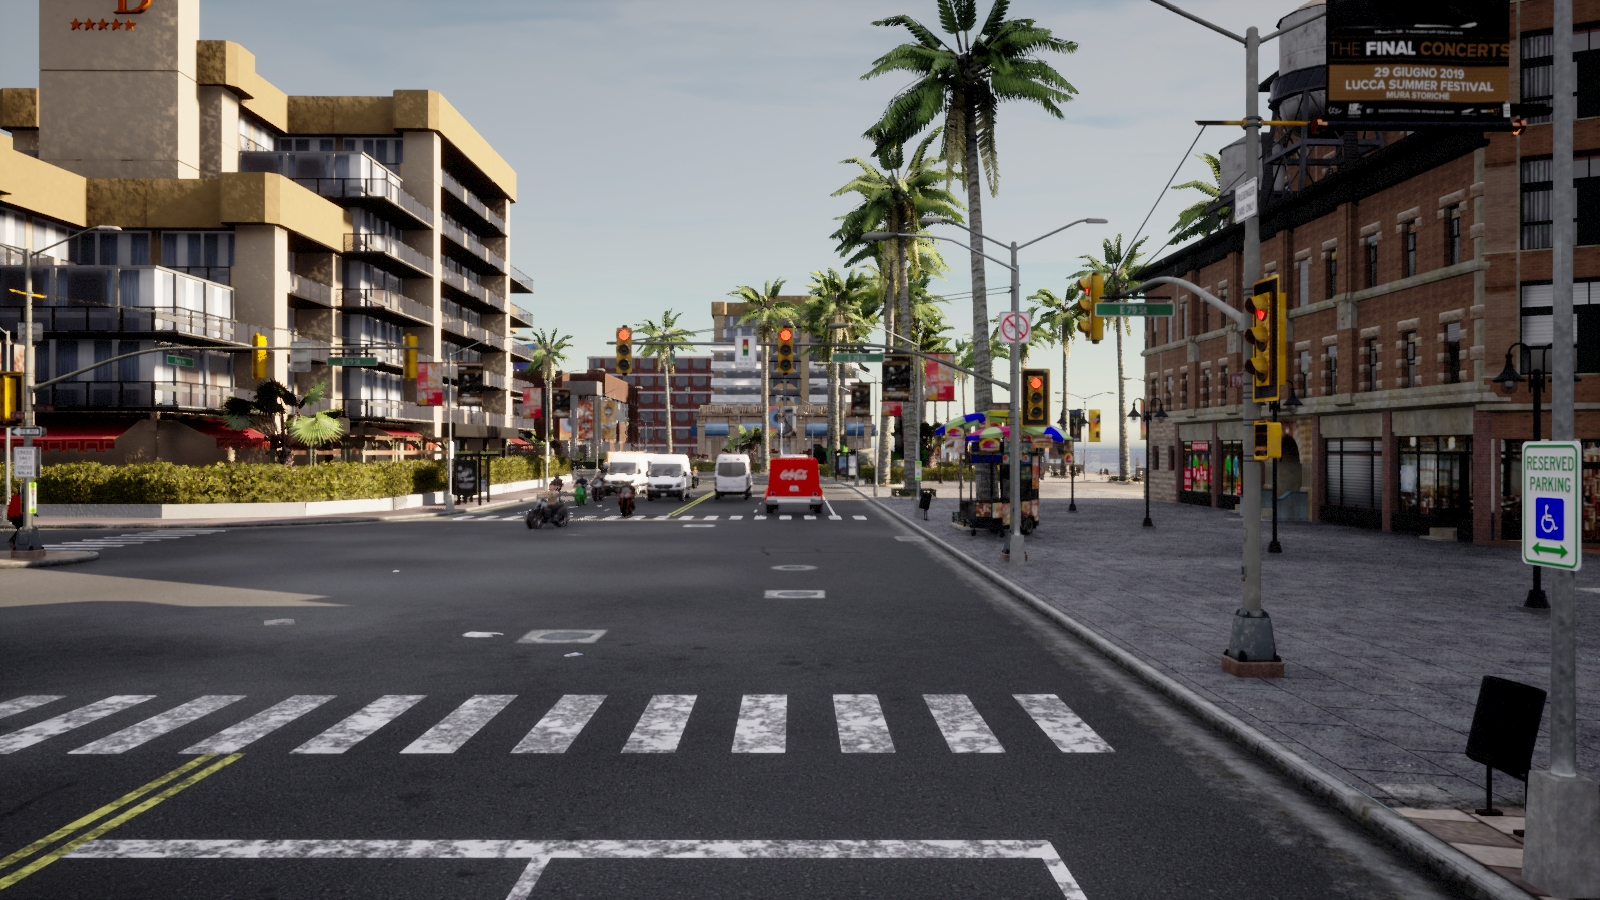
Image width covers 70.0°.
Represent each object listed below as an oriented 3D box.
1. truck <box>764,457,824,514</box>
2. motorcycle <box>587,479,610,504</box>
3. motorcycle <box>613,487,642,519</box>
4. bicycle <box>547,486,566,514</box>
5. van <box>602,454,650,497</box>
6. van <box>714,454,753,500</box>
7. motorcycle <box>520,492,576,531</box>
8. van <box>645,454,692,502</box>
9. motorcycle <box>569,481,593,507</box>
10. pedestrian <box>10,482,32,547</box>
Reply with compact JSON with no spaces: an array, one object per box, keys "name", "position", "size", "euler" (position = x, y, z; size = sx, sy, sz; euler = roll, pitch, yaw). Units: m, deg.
[{"name":"truck","position":[-0.278,1.568,52.590],"size":[2.627,2.467,5.204],"euler":[0,0,0]},{"name":"motorcycle","position":[-10.834,2.205,61.469],"size":[0.867,1.251,2.209],"euler":[0,0,0]},{"name":"motorcycle","position":[-7.252,2.205,48.090],"size":[0.867,1.251,2.209],"euler":[0,0,0]},{"name":"bicycle","position":[-10.890,2.210,51.121],"size":[0.329,1.171,1.835],"euler":[-1,0,4]},{"name":"van","position":[-10.801,1.535,71.288],"size":[1.988,2.561,5.915],"euler":[0,0,1]},{"name":"van","position":[-3.855,1.534,67.220],"size":[1.988,2.561,5.915],"euler":[0,0,0]},{"name":"motorcycle","position":[-8.942,2.170,40.598],"size":[0.764,1.277,2.356],"euler":[-1,0,21]},{"name":"van","position":[-7.349,1.534,64.323],"size":[1.988,2.561,5.915],"euler":[0,0,0]},{"name":"motorcycle","position":[-10.858,2.182,56.674],"size":[0.856,1.236,1.805],"euler":[0,0,1]},{"name":"pedestrian","position":[-22.333,1.848,32.760],"size":[0.375,1.860,0.375],"euler":[0,0,0]}]
